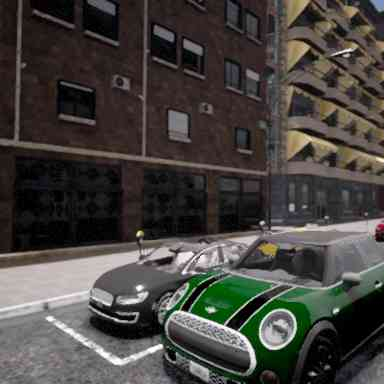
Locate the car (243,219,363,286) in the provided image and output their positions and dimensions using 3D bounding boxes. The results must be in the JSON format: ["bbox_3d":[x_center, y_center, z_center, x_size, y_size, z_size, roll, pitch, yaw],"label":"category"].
[{"bbox_3d":[3.852,1.767,10.967,4.829,1.417,1.752,1,-1,-44],"label":"car"}]

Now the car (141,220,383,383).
[{"bbox_3d":[1.715,1.466,5.320,4.553,1.767,2.097,1,-2,-43],"label":"car"}]

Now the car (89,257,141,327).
[{"bbox_3d":[-0.003,1.708,7.189,4.403,1.369,2.008,1,-1,-44],"label":"car"}]
